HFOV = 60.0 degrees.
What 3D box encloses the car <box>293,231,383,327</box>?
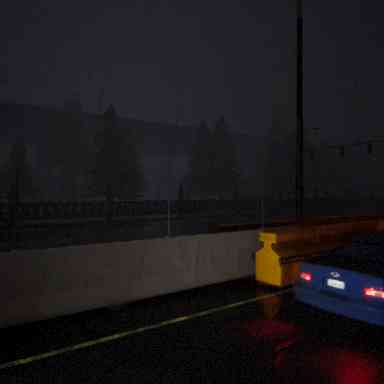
[{"bbox_3d":[4.386,1.547,6.874,5.357,1.411,2.033,0,0,-36],"label":"car"}]
